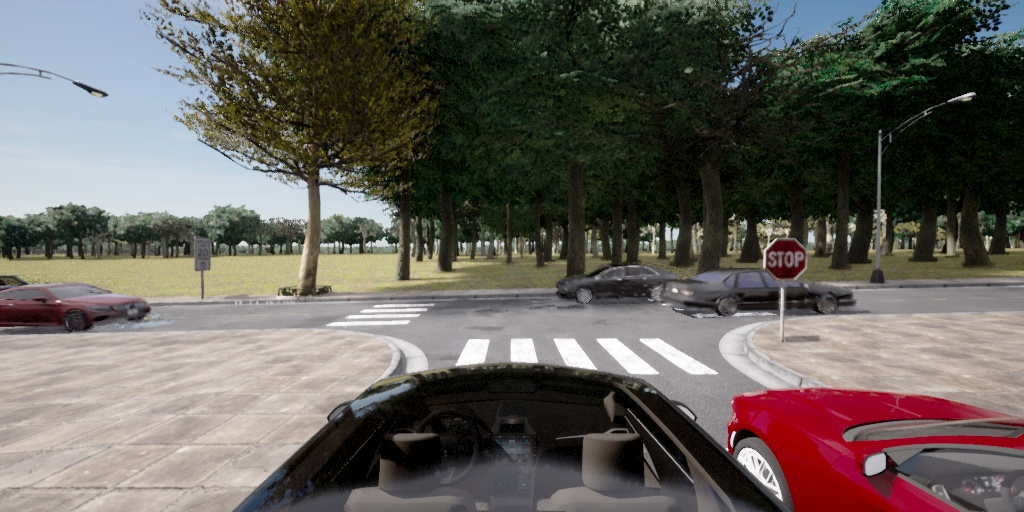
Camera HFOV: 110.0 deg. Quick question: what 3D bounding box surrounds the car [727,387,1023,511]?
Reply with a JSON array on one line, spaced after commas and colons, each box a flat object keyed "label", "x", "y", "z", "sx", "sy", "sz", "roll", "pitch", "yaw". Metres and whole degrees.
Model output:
[{"label": "car", "x": 2.638, "y": 1.295, "z": 1.178, "sx": 1.888, "sy": 1.381, "sz": 4.507, "roll": 0, "pitch": 0, "yaw": 0}]

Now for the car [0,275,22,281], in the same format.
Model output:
[{"label": "car", "x": -22.374, "y": 1.573, "z": 14.514, "sx": 4.553, "sy": 1.767, "sz": 2.097, "roll": -1, "pitch": 1, "yaw": 0}]

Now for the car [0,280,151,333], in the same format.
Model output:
[{"label": "car", "x": -14.595, "y": 1.607, "z": 11.583, "sx": 4.674, "sy": 1.442, "sz": 1.812, "roll": -1, "pitch": 1, "yaw": 0}]

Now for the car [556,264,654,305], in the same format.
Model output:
[{"label": "car", "x": 4.227, "y": 1.086, "z": 14.569, "sx": 4.892, "sy": 1.490, "sz": 1.837, "roll": -1, "pitch": 1, "yaw": 0}]

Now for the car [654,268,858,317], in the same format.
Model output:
[{"label": "car", "x": 7.780, "y": 1.099, "z": 11.625, "sx": 5.357, "sy": 1.411, "sz": 2.033, "roll": -1, "pitch": 1, "yaw": 0}]
